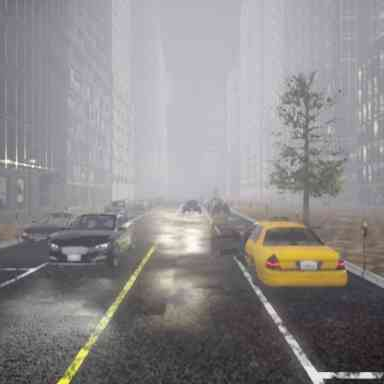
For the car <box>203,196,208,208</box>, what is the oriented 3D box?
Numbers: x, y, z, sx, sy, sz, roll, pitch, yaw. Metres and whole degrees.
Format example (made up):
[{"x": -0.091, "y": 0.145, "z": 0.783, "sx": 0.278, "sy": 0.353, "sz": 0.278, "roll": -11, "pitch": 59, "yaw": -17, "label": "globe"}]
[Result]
[{"x": 2.626, "y": 1.365, "z": 37.217, "sx": 1.967, "sy": 1.590, "sz": 4.097, "roll": 0, "pitch": 0, "yaw": 0, "label": "car"}]

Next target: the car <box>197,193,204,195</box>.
[{"x": 2.562, "y": 1.431, "z": 71.351, "sx": 1.947, "sy": 1.339, "sz": 4.313, "roll": 0, "pitch": 0, "yaw": 0, "label": "car"}]

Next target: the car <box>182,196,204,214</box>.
[{"x": 0.000, "y": 1.458, "z": 34.049, "sx": 1.812, "sy": 1.442, "sz": 4.674, "roll": 0, "pitch": 0, "yaw": 0, "label": "car"}]

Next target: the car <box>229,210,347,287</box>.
[{"x": 2.332, "y": 1.437, "z": 9.220, "sx": 1.801, "sy": 1.575, "sz": 5.366, "roll": 0, "pitch": 0, "yaw": 0, "label": "car"}]

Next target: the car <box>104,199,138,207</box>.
[{"x": -5.732, "y": 1.387, "z": 25.846, "sx": 1.967, "sy": 1.590, "sz": 4.097, "roll": 0, "pitch": 0, "yaw": 0, "label": "car"}]

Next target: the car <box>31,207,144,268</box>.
[{"x": -3.121, "y": 1.468, "z": 11.225, "sx": 2.128, "sy": 1.511, "sz": 4.902, "roll": 0, "pitch": 0, "yaw": 0, "label": "car"}]

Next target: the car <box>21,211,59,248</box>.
[{"x": -5.712, "y": 1.521, "z": 14.468, "sx": 2.008, "sy": 1.369, "sz": 4.403, "roll": 0, "pitch": 0, "yaw": 0, "label": "car"}]

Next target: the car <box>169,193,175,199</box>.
[{"x": -5.862, "y": 1.380, "z": 94.115, "sx": 2.008, "sy": 1.369, "sz": 4.403, "roll": 0, "pitch": 0, "yaw": 0, "label": "car"}]

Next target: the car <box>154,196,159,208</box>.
[{"x": -5.765, "y": 1.459, "z": 42.913, "sx": 1.887, "sy": 1.381, "sz": 4.507, "roll": 0, "pitch": 0, "yaw": 0, "label": "car"}]

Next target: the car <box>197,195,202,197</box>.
[{"x": -0.018, "y": 1.470, "z": 47.423, "sx": 1.994, "sy": 1.385, "sz": 4.181, "roll": 0, "pitch": 0, "yaw": 0, "label": "car"}]

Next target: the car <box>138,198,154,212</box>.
[{"x": -5.755, "y": 1.476, "z": 37.224, "sx": 2.008, "sy": 1.369, "sz": 4.403, "roll": 0, "pitch": 0, "yaw": 0, "label": "car"}]

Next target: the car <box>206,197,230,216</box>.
[{"x": 2.636, "y": 1.487, "z": 31.529, "sx": 2.008, "sy": 1.369, "sz": 4.403, "roll": 0, "pitch": 0, "yaw": 0, "label": "car"}]

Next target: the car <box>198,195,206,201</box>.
[{"x": 2.540, "y": 1.372, "z": 82.899, "sx": 1.752, "sy": 1.417, "sz": 4.829, "roll": 0, "pitch": 0, "yaw": 0, "label": "car"}]

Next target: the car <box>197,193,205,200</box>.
[{"x": 2.520, "y": 1.144, "z": 94.107, "sx": 2.192, "sy": 1.841, "sz": 5.009, "roll": 0, "pitch": 0, "yaw": 0, "label": "car"}]

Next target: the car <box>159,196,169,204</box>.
[{"x": -5.798, "y": 1.428, "z": 59.981, "sx": 1.887, "sy": 1.381, "sz": 4.507, "roll": 0, "pitch": 0, "yaw": 0, "label": "car"}]
